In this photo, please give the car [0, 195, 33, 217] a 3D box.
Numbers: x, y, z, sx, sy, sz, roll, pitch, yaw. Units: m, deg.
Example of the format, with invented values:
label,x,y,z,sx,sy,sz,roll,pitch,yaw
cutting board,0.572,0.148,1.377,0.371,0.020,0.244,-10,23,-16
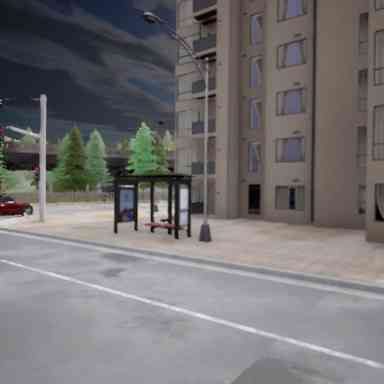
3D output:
label,x,y,z,sx,sy,sz,roll,pitch,yaw
car,-13.866,0.976,24.088,2.097,1.767,4.553,1,1,22
